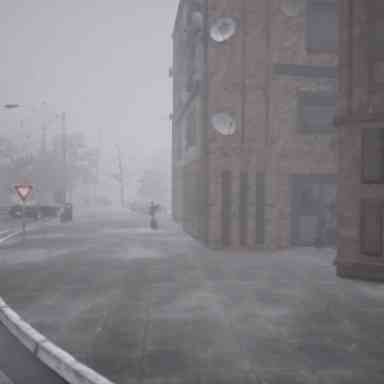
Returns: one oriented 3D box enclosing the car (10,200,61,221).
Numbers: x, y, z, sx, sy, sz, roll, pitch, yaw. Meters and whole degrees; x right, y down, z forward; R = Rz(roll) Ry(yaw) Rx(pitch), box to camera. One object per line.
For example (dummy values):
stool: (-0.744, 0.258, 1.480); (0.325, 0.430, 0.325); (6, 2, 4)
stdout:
car: (-12.193, 1.353, 26.314); (1.882, 1.535, 5.008); (0, 0, 5)

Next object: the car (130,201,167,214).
car: (-4.935, 1.828, 38.642); (2.128, 1.511, 4.902); (1, -3, 40)
